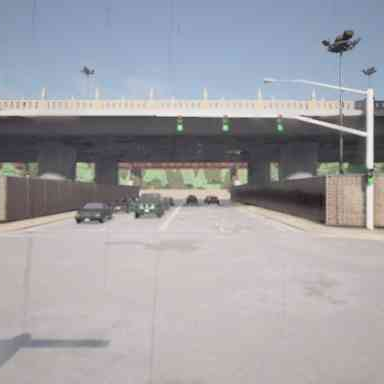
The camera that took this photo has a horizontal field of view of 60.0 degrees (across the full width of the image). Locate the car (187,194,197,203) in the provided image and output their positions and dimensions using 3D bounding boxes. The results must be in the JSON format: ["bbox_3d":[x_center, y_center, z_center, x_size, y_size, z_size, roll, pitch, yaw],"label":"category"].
[{"bbox_3d":[-0.020,1.236,64.711,1.837,1.490,4.892,0,0,0],"label":"car"}]

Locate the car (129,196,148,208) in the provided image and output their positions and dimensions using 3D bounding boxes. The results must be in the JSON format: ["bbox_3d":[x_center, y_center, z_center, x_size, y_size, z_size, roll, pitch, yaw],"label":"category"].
[{"bbox_3d":[-7.099,1.323,44.535,1.837,1.490,4.892,0,0,0],"label":"car"}]

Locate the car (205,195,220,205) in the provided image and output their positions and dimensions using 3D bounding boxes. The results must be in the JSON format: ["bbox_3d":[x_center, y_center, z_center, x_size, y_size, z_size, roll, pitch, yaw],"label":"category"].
[{"bbox_3d":[3.484,1.305,54.725,1.812,1.442,4.674,0,0,0],"label":"car"}]

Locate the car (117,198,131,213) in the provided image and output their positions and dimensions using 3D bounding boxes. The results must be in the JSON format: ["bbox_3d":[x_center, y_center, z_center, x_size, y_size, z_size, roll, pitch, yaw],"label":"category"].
[{"bbox_3d":[-7.100,1.369,34.408,1.837,1.490,4.892,0,0,0],"label":"car"}]

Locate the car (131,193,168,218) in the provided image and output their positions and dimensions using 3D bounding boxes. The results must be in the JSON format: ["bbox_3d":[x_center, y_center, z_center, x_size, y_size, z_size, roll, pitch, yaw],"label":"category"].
[{"bbox_3d":[-3.600,1.112,28.968,2.150,2.045,5.566,0,0,-1],"label":"car"}]

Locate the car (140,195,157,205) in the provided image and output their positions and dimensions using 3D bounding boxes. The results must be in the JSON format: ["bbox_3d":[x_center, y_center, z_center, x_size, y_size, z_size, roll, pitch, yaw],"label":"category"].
[{"bbox_3d":[-7.059,1.318,54.961,2.033,1.411,5.357,0,0,1],"label":"car"}]

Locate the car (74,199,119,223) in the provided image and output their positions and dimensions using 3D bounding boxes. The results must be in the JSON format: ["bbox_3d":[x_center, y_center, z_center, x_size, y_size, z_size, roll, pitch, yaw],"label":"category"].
[{"bbox_3d":[-7.123,1.455,24.788,2.033,1.411,5.357,0,0,-3],"label":"car"}]

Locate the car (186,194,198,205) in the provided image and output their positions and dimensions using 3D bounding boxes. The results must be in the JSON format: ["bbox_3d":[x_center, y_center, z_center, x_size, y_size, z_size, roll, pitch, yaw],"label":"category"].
[{"bbox_3d":[-0.016,1.283,54.349,1.837,1.490,4.892,0,0,0],"label":"car"}]

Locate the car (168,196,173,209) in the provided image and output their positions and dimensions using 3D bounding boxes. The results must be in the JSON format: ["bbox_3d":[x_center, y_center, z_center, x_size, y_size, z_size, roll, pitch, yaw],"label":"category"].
[{"bbox_3d":[-3.589,1.351,38.782,1.837,1.490,4.892,0,0,0],"label":"car"}]
